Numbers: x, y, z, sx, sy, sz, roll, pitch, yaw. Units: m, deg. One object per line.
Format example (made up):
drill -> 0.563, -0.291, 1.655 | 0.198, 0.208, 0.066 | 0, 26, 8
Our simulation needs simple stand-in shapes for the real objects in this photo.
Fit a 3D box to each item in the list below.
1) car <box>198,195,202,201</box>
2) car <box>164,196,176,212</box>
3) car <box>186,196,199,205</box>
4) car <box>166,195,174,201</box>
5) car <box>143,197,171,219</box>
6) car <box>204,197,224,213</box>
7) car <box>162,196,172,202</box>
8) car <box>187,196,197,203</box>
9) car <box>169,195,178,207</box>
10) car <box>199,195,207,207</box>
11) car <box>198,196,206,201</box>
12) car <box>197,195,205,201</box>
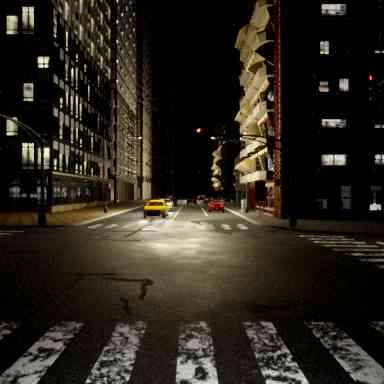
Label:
car -> 2.562, 1.572, 55.743 | 2.008, 1.369, 4.403 | 0, 0, 0
car -> -3.193, 1.537, 39.536 | 1.812, 1.442, 4.674 | 0, 0, 0
car -> -0.041, 1.529, 59.926 | 1.837, 1.490, 4.892 | 0, 0, 0
car -> -5.899, 1.597, 89.615 | 1.887, 1.381, 4.507 | 0, 0, 0
car -> -3.170, 1.483, 29.776 | 1.882, 1.535, 5.008 | 0, 0, 0
car -> 2.655, 1.592, 37.178 | 1.802, 1.307, 4.206 | 0, 0, 0
car -> -5.872, 1.591, 78.317 | 2.008, 1.369, 4.403 | 0, 0, 0
car -> -0.078, 1.595, 70.237 | 1.994, 1.385, 4.181 | 0, 0, 0
car -> -3.209, 1.565, 51.718 | 2.033, 1.411, 5.357 | 0, 0, 0
car -> 2.575, 1.568, 50.095 | 2.008, 1.369, 4.403 | 0, 0, 0
car -> 2.494, 1.628, 83.986 | 1.802, 1.307, 4.206 | 0, 0, 0
car -> 2.481, 1.492, 89.635 | 1.967, 1.590, 4.097 | 0, 0, 0
